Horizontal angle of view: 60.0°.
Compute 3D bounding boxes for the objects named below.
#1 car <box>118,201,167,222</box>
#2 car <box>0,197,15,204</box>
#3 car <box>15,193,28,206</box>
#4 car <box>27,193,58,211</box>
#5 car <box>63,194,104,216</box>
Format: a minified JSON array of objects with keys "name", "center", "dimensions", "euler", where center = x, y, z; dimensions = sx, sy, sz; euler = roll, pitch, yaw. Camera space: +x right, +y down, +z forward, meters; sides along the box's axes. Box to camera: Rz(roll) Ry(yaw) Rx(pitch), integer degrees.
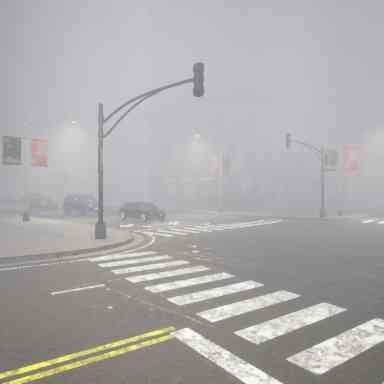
[{"name":"car","center":[-4.004,1.495,26.439],"dimensions":[1.837,1.490,4.892],"euler":[0,0,-44]},{"name":"car","center":[-33.655,1.531,60.987],"dimensions":[1.994,1.385,4.181],"euler":[0,0,-45]},{"name":"car","center":[-25.826,1.200,53.155],"dimensions":[2.150,2.045,5.566],"euler":[0,0,-45]},{"name":"car","center":[-18.120,1.333,40.576],"dimensions":[2.097,1.767,4.553],"euler":[0,0,-45]},{"name":"car","center":[-11.022,1.207,33.463],"dimensions":[2.150,2.045,5.566],"euler":[0,0,-45]}]
